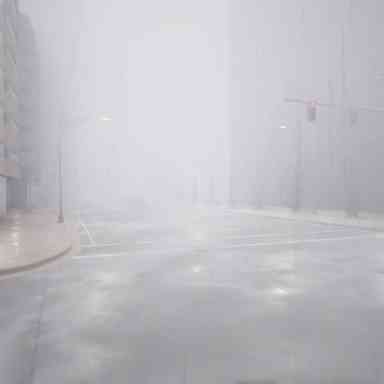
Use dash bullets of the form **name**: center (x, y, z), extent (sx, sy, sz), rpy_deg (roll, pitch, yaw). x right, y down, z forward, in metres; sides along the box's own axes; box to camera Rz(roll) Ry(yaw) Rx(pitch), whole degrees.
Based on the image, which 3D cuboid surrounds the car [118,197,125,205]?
- **car**: center (-12.032, 1.570, 59.836), extent (1.882, 1.535, 5.008), rpy_deg (0, 0, -21)

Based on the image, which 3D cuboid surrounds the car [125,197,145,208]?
- **car**: center (-8.328, 1.560, 50.153), extent (2.128, 1.511, 4.902), rpy_deg (0, 0, -20)
